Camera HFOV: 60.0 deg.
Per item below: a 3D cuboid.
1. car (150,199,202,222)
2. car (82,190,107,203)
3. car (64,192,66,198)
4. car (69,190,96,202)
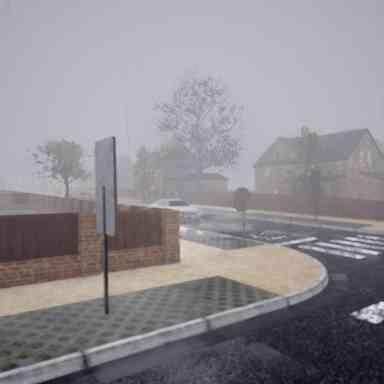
[{"bbox_3d":[-1.243,1.181,22.128,1.812,1.442,4.674,-2,2,-34],"label":"car"},{"bbox_3d":[-13.130,0.566,44.582,1.882,1.535,5.008,-2,2,-34],"label":"car"},{"bbox_3d":[-18.879,0.405,52.889,1.837,1.490,4.892,-2,2,-34],"label":"car"},{"bbox_3d":[-12.460,0.751,38.524,2.128,1.511,4.902,-2,2,-34],"label":"car"}]
